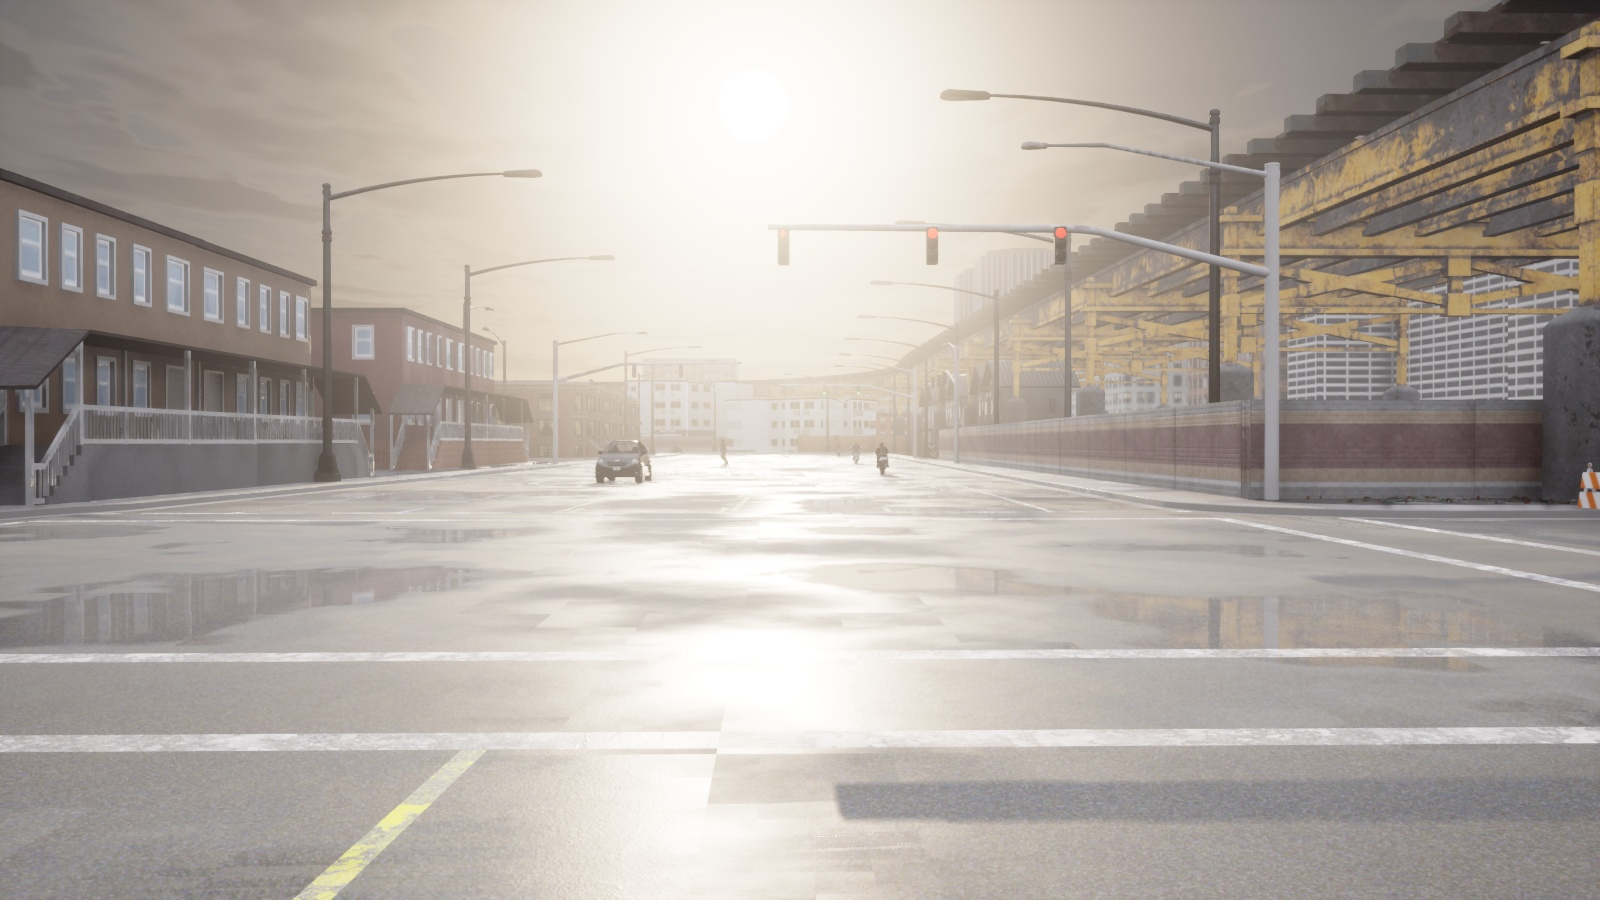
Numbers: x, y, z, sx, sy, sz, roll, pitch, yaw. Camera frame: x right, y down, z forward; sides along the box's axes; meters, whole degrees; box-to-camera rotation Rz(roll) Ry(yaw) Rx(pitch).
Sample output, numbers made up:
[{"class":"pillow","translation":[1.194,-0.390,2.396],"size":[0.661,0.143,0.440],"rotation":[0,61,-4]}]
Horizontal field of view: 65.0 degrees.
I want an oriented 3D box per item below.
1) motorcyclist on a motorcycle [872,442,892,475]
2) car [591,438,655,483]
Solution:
[{"class":"motorcyclist on a motorcycle","translation":[3.853,0.399,59.005],"size":[0.797,1.523,2.044],"rotation":[0,0,0]},{"class":"car","translation":[-6.711,0.369,47.918],"size":[1.851,1.617,3.988],"rotation":[0,0,0]}]
